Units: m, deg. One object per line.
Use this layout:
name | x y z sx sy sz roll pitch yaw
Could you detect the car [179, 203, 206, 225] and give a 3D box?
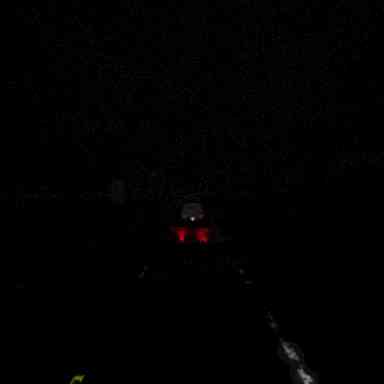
car | 0.037 1.505 23.812 1.812 1.442 4.674 0 0 0
